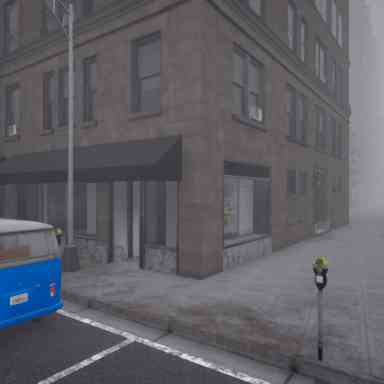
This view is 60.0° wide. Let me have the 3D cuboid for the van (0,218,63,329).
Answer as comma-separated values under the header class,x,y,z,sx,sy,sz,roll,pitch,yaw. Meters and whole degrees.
class,x,y,z,sx,sy,sz,roll,pitch,yaw
van,-4.055,1.340,5.973,3.998,1.788,1.690,0,0,36
